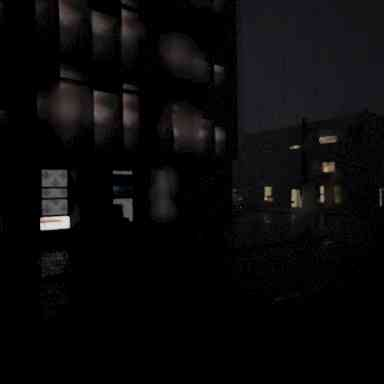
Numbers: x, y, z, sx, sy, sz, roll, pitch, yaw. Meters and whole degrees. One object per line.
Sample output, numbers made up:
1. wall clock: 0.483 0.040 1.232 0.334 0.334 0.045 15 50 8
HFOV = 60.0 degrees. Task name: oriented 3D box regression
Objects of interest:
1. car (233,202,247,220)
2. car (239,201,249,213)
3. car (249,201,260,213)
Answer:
1. car: 2.296 1.785 29.000 1.947 1.339 4.313 -2 1 -37
2. car: 2.950 1.562 32.685 2.097 1.767 4.553 -1 0 -37
3. car: 5.918 1.701 38.594 2.008 1.369 4.403 -2 1 -37
